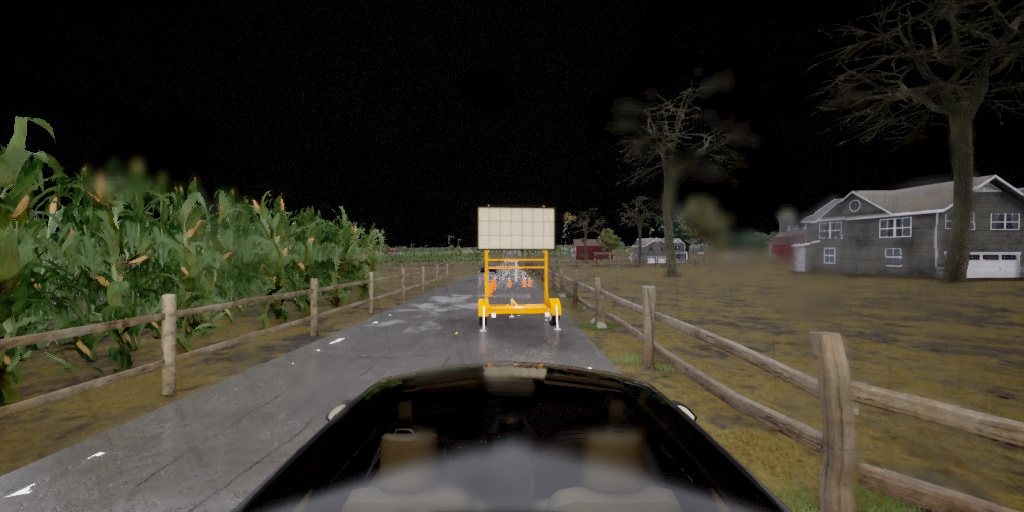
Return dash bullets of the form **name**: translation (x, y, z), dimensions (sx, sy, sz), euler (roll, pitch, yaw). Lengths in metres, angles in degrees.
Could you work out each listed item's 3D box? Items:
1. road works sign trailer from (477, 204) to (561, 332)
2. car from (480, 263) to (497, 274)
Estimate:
- **road works sign trailer**: translation (0.121, 0.227, 11.037), dimensions (2.380, 3.560, 2.880), euler (0, 0, -5)
- **car**: translation (-2.747, 1.467, 42.810), dimensions (1.895, 1.301, 4.718), euler (0, 0, 0)
